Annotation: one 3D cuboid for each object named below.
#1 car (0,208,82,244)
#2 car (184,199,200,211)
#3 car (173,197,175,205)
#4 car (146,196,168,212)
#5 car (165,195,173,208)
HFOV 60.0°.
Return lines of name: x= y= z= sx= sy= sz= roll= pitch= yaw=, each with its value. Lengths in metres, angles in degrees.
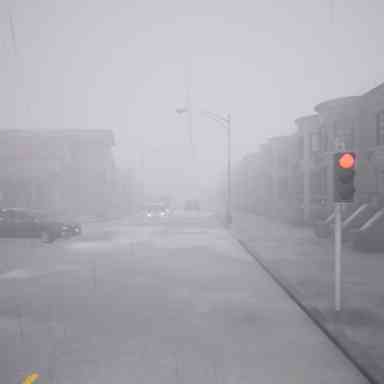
car: x=-7.555 y=1.506 z=15.381 sx=4.892 sy=1.490 sz=1.837 roll=0 pitch=-1 yaw=9
car: x=0.044 y=1.547 z=40.526 sx=2.033 sy=1.411 sz=5.357 roll=0 pitch=0 yaw=0
car: x=-4.127 y=1.351 z=58.392 sx=2.097 sy=1.767 sz=4.553 roll=0 pitch=0 yaw=0
car: x=-4.147 y=1.525 z=39.413 sx=1.812 sy=1.442 sz=4.674 roll=0 pitch=0 yaw=-1
car: x=-4.146 y=1.504 z=48.599 sx=1.837 sy=1.490 sz=4.892 roll=0 pitch=0 yaw=0
